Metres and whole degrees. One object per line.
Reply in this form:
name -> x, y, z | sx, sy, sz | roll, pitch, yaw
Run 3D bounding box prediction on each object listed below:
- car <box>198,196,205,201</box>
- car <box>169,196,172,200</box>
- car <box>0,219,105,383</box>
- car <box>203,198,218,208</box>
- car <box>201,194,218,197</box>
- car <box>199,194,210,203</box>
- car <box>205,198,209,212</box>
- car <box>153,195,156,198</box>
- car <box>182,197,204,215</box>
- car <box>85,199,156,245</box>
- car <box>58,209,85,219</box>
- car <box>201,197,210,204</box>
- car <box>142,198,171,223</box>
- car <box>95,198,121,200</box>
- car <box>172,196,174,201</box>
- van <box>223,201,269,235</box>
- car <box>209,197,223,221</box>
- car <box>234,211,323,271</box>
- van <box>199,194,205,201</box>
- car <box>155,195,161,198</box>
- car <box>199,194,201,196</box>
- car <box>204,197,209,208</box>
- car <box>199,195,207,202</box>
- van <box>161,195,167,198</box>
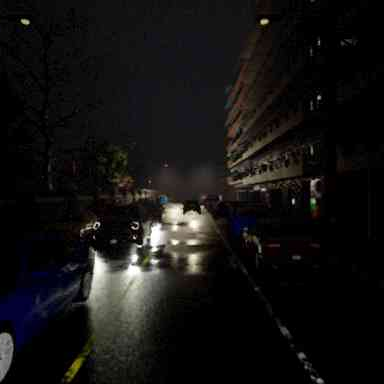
car -> 2.702, 1.732, 95.232 | 1.947, 1.339, 4.313 | 0, 0, 0
car -> -5.681, 1.640, 67.081 | 2.008, 1.369, 4.403 | 0, 0, 0
car -> -3.088, 1.480, 5.410 | 1.882, 1.535, 5.008 | 0, 0, 0
car -> 2.697, 1.605, 50.191 | 2.008, 1.369, 4.403 | 0, 0, 0
car -> 2.698, 1.360, 44.560 | 2.192, 1.841, 5.009 | 0, 0, 0
car -> 2.700, 1.419, 72.711 | 2.192, 1.841, 5.009 | 0, 0, 0
car -> 2.696, 1.580, 33.300 | 2.008, 1.369, 4.403 | 0, 0, 0
car -> -5.684, 1.477, 38.932 | 1.967, 1.590, 4.097 | 0, 0, 0
car -> 0.005, 1.536, 34.397 | 1.837, 1.490, 4.892 | 0, 0, 0
car -> -3.079, 1.361, 15.377 | 2.097, 1.767, 4.553 | 0, 0, 0
car -> -5.686, 1.535, 16.241 | 1.752, 1.417, 4.829 | 0, 0, 0
car -> 2.699, 1.671, 67.081 | 1.802, 1.307, 4.206 | 0, 0, 0
car -> -3.068, 1.510, 25.676 | 2.128, 1.511, 4.902 | 0, 0, 0
car -> -5.685, 1.331, 22.041 | 2.192, 1.841, 5.009 | 0, 0, 0
car -> -5.679, 1.675, 89.433 | 1.752, 1.417, 4.829 | 0, 0, 0
van -> 2.695, 1.351, 16.410 | 1.690, 1.788, 3.998 | 0, 0, 0
car -> 2.696, 1.462, 27.670 | 1.967, 1.590, 4.097 | 0, 0, 0
car -> 2.694, 1.551, 10.779 | 1.887, 1.381, 4.507 | 0, 0, 0
van -> 2.702, 1.492, 89.602 | 1.690, 1.788, 3.998 | 0, 0, 0
car -> -5.683, 1.485, 44.561 | 1.967, 1.590, 4.097 | 0, 0, 0
car -> 2.699, 1.516, 61.450 | 1.967, 1.590, 4.097 | 0, 0, 0
car -> 2.697, 1.581, 38.930 | 1.887, 1.381, 4.507 | 0, 0, 0
car -> 2.701, 1.575, 83.971 | 1.967, 1.590, 4.097 | 0, 0, 0
van -> -5.682, 1.406, 55.822 | 1.690, 1.788, 3.998 | 0, 0, 0
